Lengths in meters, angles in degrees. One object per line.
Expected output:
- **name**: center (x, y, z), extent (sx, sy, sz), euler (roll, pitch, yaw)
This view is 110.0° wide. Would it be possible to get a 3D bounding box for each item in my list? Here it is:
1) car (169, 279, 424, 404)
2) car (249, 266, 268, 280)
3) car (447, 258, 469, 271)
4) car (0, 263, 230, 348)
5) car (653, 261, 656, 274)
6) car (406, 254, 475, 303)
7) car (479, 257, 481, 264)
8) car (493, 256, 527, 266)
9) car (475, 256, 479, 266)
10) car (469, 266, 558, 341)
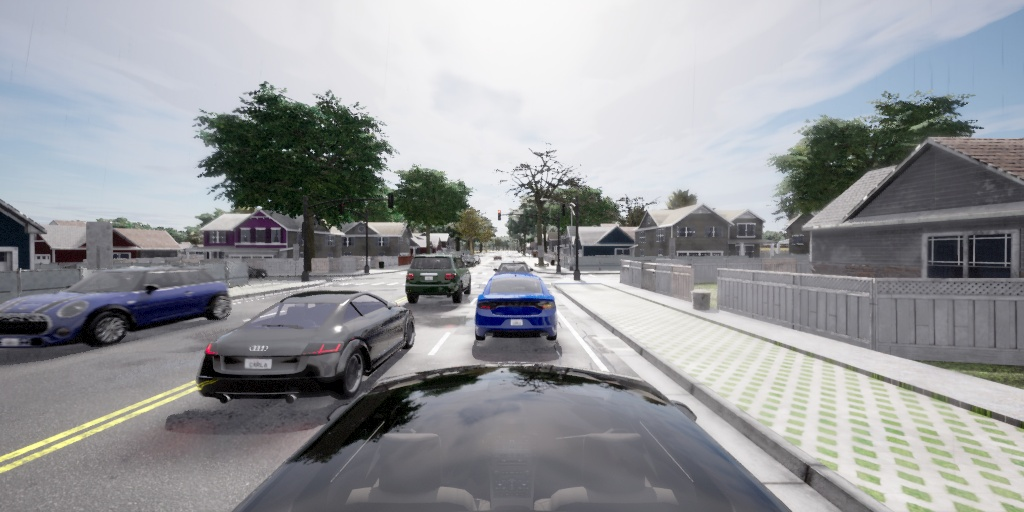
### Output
- **car**: center (-3.157, 1.308, 6.470), extent (1.994, 1.385, 4.181), euler (0, 0, 0)
- **car**: center (-22.624, 1.267, 29.215), extent (5.008, 1.535, 1.882), euler (0, 1, 3)
- **car**: center (-6.663, 1.011, 44.800), extent (2.033, 1.411, 5.357), euler (0, 1, 0)
- **car**: center (-9.840, 1.088, 9.275), extent (2.097, 1.767, 4.553), euler (0, 0, 0)
- **car**: center (12.675, 1.095, 32.532), extent (4.718, 1.301, 1.895), euler (0, 1, 1)
- **car**: center (-3.173, 0.927, 16.351), extent (2.150, 2.045, 5.566), euler (0, 0, 0)
- **car**: center (-6.652, 0.728, 64.518), extent (2.033, 1.411, 5.357), euler (0, 1, 0)
- **car**: center (0.074, 1.041, 18.842), extent (2.097, 1.767, 4.553), euler (0, 0, 0)
- **car**: center (-6.661, 0.715, 54.238), extent (2.097, 1.767, 4.553), euler (0, 1, 0)
- **car**: center (0.088, 1.213, 9.887), extent (1.882, 1.535, 5.008), euler (0, 0, 0)
